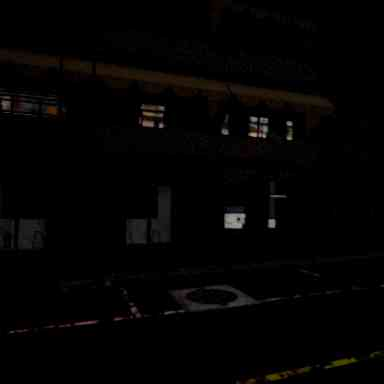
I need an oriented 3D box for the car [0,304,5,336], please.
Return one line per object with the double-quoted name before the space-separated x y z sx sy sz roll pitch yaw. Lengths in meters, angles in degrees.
"car" -4.759 1.630 3.684 4.674 1.442 1.812 0 -1 -20
